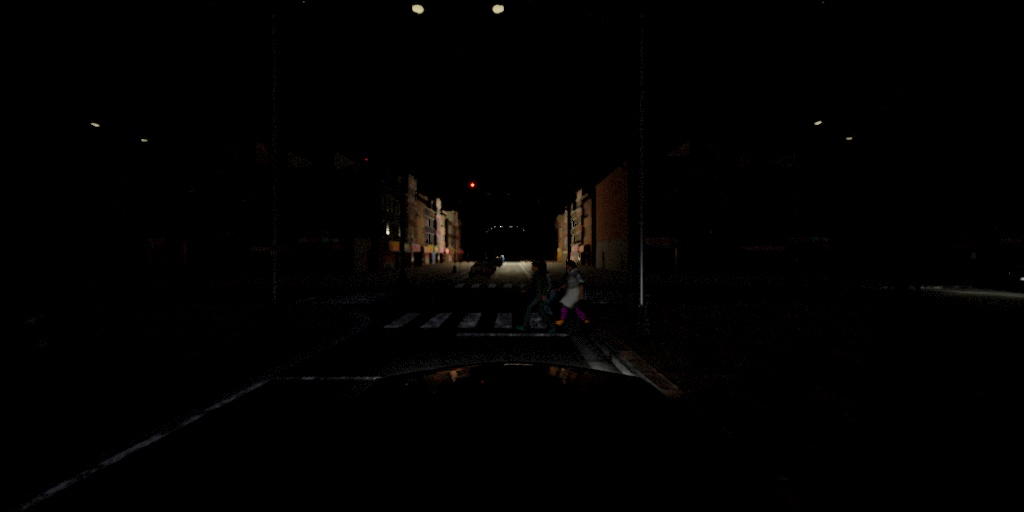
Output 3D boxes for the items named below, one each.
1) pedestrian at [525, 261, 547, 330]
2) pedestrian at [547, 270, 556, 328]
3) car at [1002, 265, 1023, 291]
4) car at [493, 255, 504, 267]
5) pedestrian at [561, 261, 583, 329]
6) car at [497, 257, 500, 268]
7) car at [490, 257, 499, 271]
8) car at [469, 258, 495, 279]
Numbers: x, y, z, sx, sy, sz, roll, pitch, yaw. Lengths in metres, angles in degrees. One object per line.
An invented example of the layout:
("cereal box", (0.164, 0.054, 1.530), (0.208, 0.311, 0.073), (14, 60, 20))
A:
("pedestrian", (0.594, 0.992, 8.897), (0.375, 1.860, 0.375), (0, 0, 0))
("pedestrian", (0.951, 0.983, 10.096), (0.375, 1.860, 0.375), (0, 0, 0))
("car", (28.696, 0.806, 18.151), (5.566, 2.045, 2.150), (0, 0, 0))
("car", (-2.643, 0.875, 52.786), (1.967, 1.591, 4.097), (0, 0, 0))
("pedestrian", (1.589, 0.987, 9.497), (0.375, 1.860, 0.375), (0, 0, 0))
("car", (-2.642, 1.074, 41.576), (1.802, 1.307, 4.207), (0, 0, 0))
("car", (-2.641, 1.069, 35.971), (1.888, 1.381, 4.507), (0, 0, 0))
("car", (-2.640, 1.082, 30.196), (1.751, 1.417, 4.829), (0, 0, 0))
